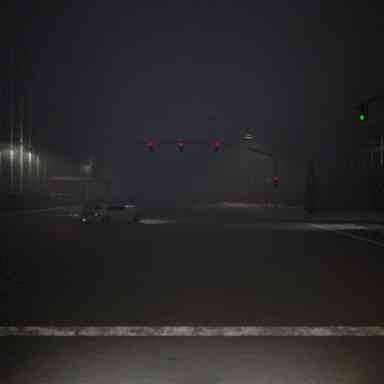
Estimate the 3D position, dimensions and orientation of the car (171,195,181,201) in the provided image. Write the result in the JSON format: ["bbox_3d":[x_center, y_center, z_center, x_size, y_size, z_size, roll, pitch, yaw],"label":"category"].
[{"bbox_3d":[-3.625,1.397,76.054,1.895,1.301,4.718,0,0,0],"label":"car"}]

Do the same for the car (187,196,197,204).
[{"bbox_3d":[-0.002,1.583,61.316,1.895,1.301,4.718,0,0,0],"label":"car"}]

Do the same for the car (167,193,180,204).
[{"bbox_3d":[-3.608,1.203,65.361,2.150,2.045,5.566,0,0,0],"label":"car"}]

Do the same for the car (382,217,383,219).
[{"bbox_3d":[15.114,1.595,21.577,4.718,1.301,1.895,0,0,0],"label":"car"}]

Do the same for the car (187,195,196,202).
[{"bbox_3d":[-0.125,1.518,76.268,2.033,1.411,5.357,0,0,0],"label":"car"}]

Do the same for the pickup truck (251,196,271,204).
[{"bbox_3d":[13.020,1.041,61.498,2.390,2.098,6.274,0,0,30],"label":"pickup truck"}]

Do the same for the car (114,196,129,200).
[{"bbox_3d":[-10.666,1.550,47.058,1.994,1.385,4.181,0,0,0],"label":"car"}]

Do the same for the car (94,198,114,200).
[{"bbox_3d":[-10.648,1.537,37.184,2.033,1.411,5.357,0,0,0],"label":"car"}]

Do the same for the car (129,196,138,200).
[{"bbox_3d":[-10.660,1.473,58.521,2.128,1.511,4.902,0,0,0],"label":"car"}]

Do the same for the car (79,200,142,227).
[{"bbox_3d":[-5.508,1.519,22.841,1.812,1.442,4.674,1,0,34],"label":"car"}]
